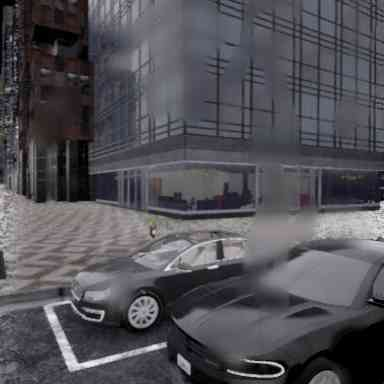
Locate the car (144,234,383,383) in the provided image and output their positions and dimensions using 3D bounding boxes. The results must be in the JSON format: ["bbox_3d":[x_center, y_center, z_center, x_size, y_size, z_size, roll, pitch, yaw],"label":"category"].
[{"bbox_3d":[2.079,1.429,4.544,5.008,1.535,1.882,0,1,-30],"label":"car"}]

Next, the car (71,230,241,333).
[{"bbox_3d":[0.002,1.460,6.420,4.403,1.369,2.008,0,1,-31],"label":"car"}]
